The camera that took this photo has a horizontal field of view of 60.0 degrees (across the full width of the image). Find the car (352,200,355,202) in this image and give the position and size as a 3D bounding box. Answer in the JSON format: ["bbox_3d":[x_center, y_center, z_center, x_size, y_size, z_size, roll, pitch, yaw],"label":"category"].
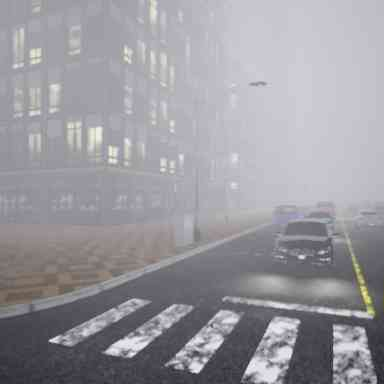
[{"bbox_3d":[37.169,3.062,74.093,1.752,1.417,4.829,-1,-1,23],"label":"car"}]

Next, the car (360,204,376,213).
[{"bbox_3d":[28.345,2.670,53.588,1.947,1.339,4.313,-1,-1,23],"label":"car"}]

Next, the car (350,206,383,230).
[{"bbox_3d":[13.269,2.048,25.090,1.812,1.442,4.674,-1,-2,23],"label":"car"}]

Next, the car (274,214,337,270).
[{"bbox_3d":[4.278,1.781,12.328,1.837,1.490,4.892,-1,-2,23],"label":"car"}]

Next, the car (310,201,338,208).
[{"bbox_3d":[14.190,1.976,35.304,2.150,2.045,5.566,-1,0,24],"label":"car"}]

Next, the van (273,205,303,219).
[{"bbox_3d":[7.509,1.936,26.379,1.690,1.788,3.998,-1,-1,23],"label":"van"}]

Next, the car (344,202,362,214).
[{"bbox_3d":[23.575,2.556,49.084,1.812,1.442,4.674,-1,-2,23],"label":"car"}]

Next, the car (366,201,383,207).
[{"bbox_3d":[21.775,2.098,38.331,2.192,1.841,5.009,-1,-1,23],"label":"car"}]

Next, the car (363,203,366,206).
[{"bbox_3d":[23.965,2.435,43.413,1.887,1.381,4.507,-1,-1,23],"label":"car"}]

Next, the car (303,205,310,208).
[{"bbox_3d":[14.078,2.485,41.635,1.947,1.339,4.313,-1,-1,23],"label":"car"}]

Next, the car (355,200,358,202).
[{"bbox_3d":[30.533,2.527,58.680,2.192,1.841,5.009,-1,-1,23],"label":"car"}]

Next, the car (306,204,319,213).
[{"bbox_3d":[20.647,2.823,56.896,1.802,1.307,4.206,-1,-1,23],"label":"car"}]

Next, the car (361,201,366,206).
[{"bbox_3d":[26.154,2.312,48.506,2.192,1.841,5.009,-1,-1,23],"label":"car"}]

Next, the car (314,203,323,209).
[{"bbox_3d":[29.404,3.251,77.245,1.802,1.307,4.206,-1,-1,23],"label":"car"}]

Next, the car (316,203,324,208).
[{"bbox_3d":[33.782,3.465,87.420,1.802,1.307,4.206,-1,-1,23],"label":"car"}]

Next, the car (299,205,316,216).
[{"bbox_3d":[16.267,2.577,46.722,2.008,1.369,4.403,-1,-1,23],"label":"car"}]

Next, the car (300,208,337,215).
[{"bbox_3d":[8.578,2.014,22.310,1.812,1.442,4.674,-1,-2,23],"label":"car"}]
